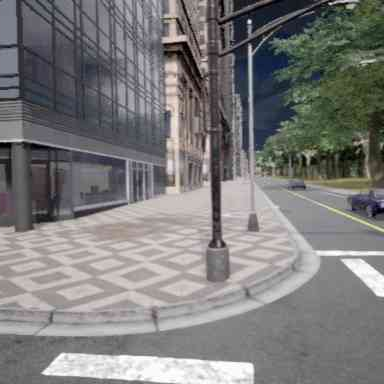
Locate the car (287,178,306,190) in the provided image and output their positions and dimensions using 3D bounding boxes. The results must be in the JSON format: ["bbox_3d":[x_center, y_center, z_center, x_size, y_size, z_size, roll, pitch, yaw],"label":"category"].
[{"bbox_3d":[13.661,-1.082,43.659,2.033,1.411,5.357,-1,3,9],"label":"car"}]

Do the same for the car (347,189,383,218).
[{"bbox_3d":[9.230,0.470,16.443,1.895,1.301,4.718,-1,3,9],"label":"car"}]
